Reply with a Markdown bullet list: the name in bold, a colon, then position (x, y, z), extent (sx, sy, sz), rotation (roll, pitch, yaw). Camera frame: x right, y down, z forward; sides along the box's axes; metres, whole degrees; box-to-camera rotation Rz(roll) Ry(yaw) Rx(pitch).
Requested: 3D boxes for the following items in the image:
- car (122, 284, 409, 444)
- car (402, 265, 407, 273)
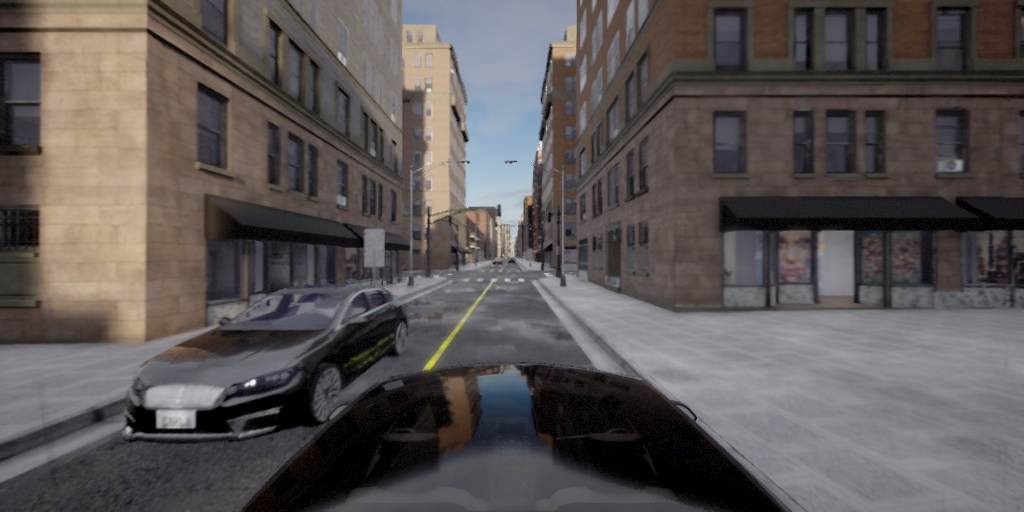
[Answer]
- **car**: position (-3.099, 1.241, 5.761), extent (2.128, 1.511, 4.902), rotation (0, 0, 0)
- **car**: position (-14.579, 1.498, 42.524), extent (4.207, 1.307, 1.802), rotation (0, 0, 0)
